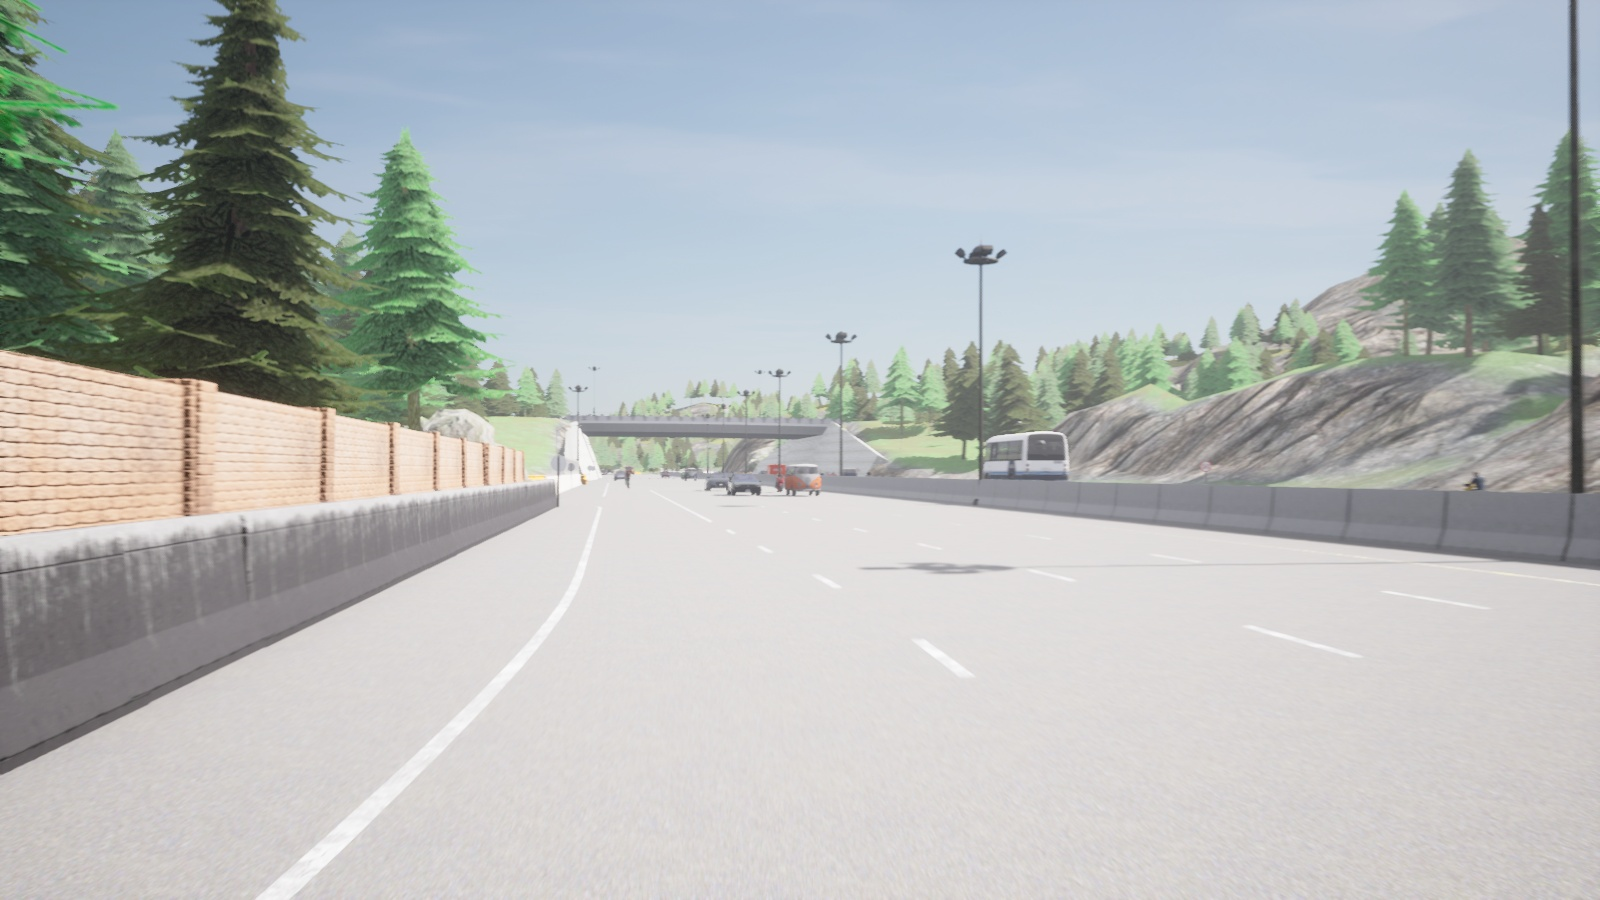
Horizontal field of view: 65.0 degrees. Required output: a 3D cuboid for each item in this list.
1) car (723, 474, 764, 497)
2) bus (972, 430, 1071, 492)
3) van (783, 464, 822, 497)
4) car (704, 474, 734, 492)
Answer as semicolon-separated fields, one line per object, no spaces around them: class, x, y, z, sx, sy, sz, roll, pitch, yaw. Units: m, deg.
car;-3.637;2.220;79.967;2.033;1.411;5.357;0;-1;-9
bus;15.902;0.852;91.217;3.944;4.253;10.273;0;-1;-9
van;0.114;1.877;78.547;1.775;1.987;4.442;0;-1;-9
car;-6.408;2.563;98.410;1.994;1.385;4.181;0;-1;-9
